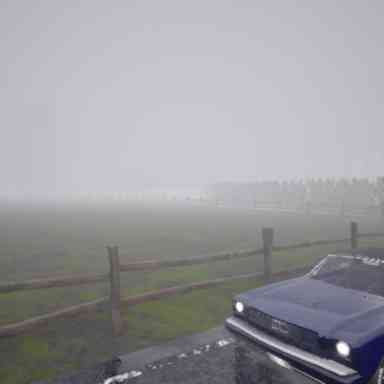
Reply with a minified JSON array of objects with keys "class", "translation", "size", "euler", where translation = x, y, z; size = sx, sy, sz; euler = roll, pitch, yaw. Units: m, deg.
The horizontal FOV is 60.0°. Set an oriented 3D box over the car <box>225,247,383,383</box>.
[{"class":"car","translation":[2.788,1.609,5.056],"size":[4.718,1.301,1.895],"euler":[0,0,-35]}]
